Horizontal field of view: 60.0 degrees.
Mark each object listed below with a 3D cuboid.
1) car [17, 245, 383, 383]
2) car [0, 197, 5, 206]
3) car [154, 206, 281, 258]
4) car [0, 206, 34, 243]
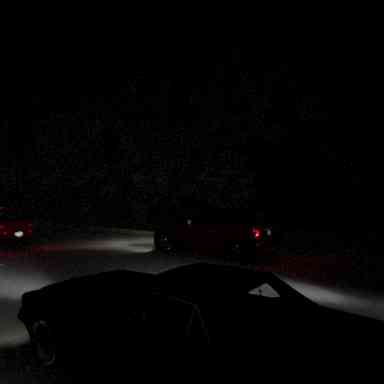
[{"bbox_3d":[-0.120,1.596,4.077,4.718,1.301,1.895,0,0,35],"label":"car"},{"bbox_3d":[-15.442,1.166,23.587,5.566,2.045,2.150,0,0,35],"label":"car"},{"bbox_3d":[0.778,1.340,12.044,4.553,1.767,2.097,0,0,35],"label":"car"},{"bbox_3d":[-8.741,1.493,14.524,4.674,1.442,1.812,0,0,35],"label":"car"}]
